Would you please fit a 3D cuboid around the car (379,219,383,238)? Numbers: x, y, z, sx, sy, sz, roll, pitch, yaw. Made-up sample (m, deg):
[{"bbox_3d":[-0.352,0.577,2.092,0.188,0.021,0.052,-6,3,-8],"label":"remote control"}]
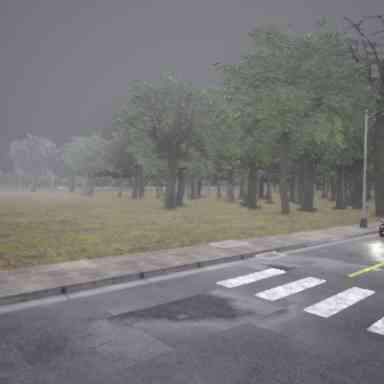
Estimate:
[{"bbox_3d":[11.833,1.684,17.946,5.008,1.535,1.882,1,1,-42],"label":"car"}]
